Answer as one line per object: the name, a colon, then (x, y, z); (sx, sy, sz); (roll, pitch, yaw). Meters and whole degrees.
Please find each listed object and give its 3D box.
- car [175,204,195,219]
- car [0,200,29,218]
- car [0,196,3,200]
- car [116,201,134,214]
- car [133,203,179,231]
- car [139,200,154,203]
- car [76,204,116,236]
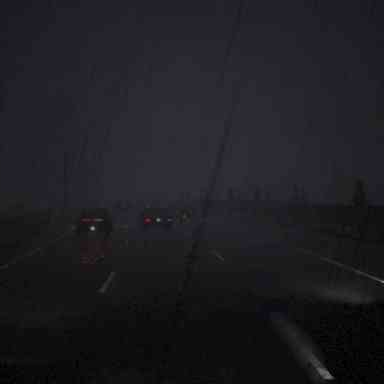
car: (-1.325, 1.813, 30.950); (1.895, 1.301, 4.718); (0, 0, -17)
car: (-16.048, 1.752, 30.311); (2.128, 1.511, 4.902); (0, 0, -20)
car: (-37.736, 1.786, 64.091); (2.150, 2.045, 5.566); (0, 0, -31)
car: (-8.113, 1.782, 39.364); (2.128, 1.511, 4.902); (0, -1, -22)
car: (-2.507, 1.703, 21.827); (2.033, 1.411, 5.357); (0, 0, -13)
car: (-6.119, 1.820, 43.705); (1.837, 1.490, 4.892); (0, 0, -25)
car: (-5.670, 1.658, 19.744); (1.837, 1.490, 4.892); (0, 0, -11)
